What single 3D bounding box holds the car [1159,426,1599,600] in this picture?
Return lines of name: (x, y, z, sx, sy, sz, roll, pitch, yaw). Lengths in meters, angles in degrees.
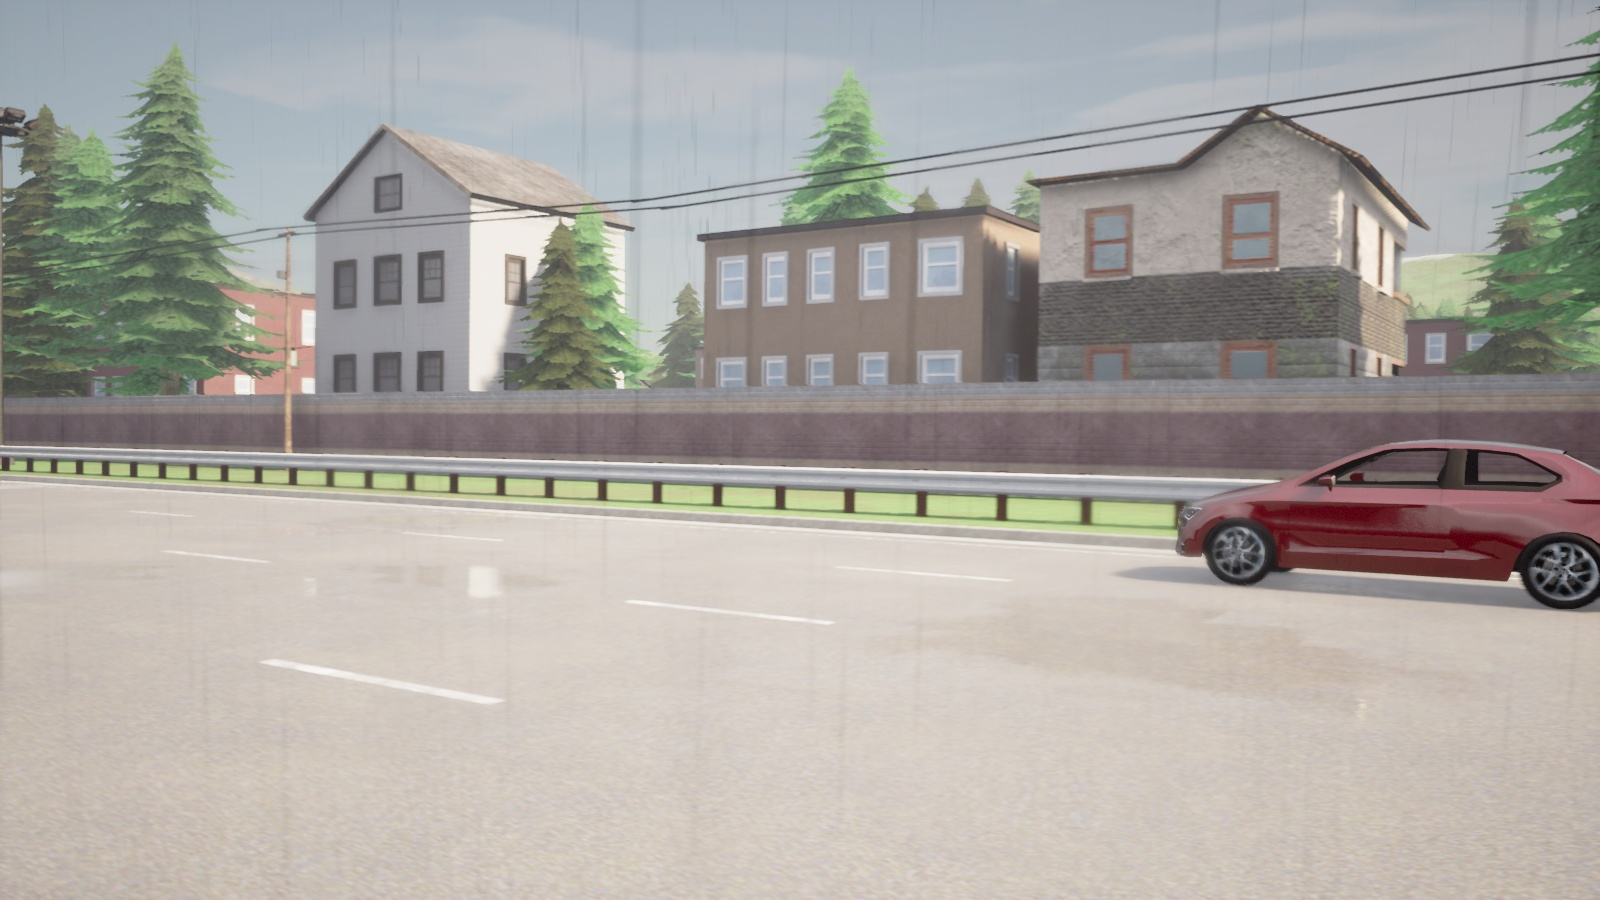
car: (5.887, 0.524, 12.317, 4.193, 1.474, 1.816, 0, 1, 34)
